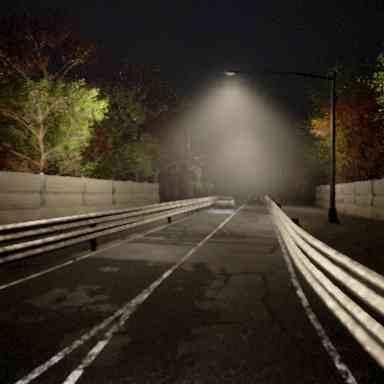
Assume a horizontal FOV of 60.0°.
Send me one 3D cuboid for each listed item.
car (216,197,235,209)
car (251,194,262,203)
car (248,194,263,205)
[{"bbox_3d":[4.095,1.287,40.010,1.895,1.301,4.718,0,0,12],"label":"car"},{"bbox_3d":[11.591,1.208,59.611,1.837,1.490,4.892,0,0,12],"label":"car"},{"bbox_3d":[9.567,1.038,49.892,2.097,1.767,4.553,0,0,12],"label":"car"}]
